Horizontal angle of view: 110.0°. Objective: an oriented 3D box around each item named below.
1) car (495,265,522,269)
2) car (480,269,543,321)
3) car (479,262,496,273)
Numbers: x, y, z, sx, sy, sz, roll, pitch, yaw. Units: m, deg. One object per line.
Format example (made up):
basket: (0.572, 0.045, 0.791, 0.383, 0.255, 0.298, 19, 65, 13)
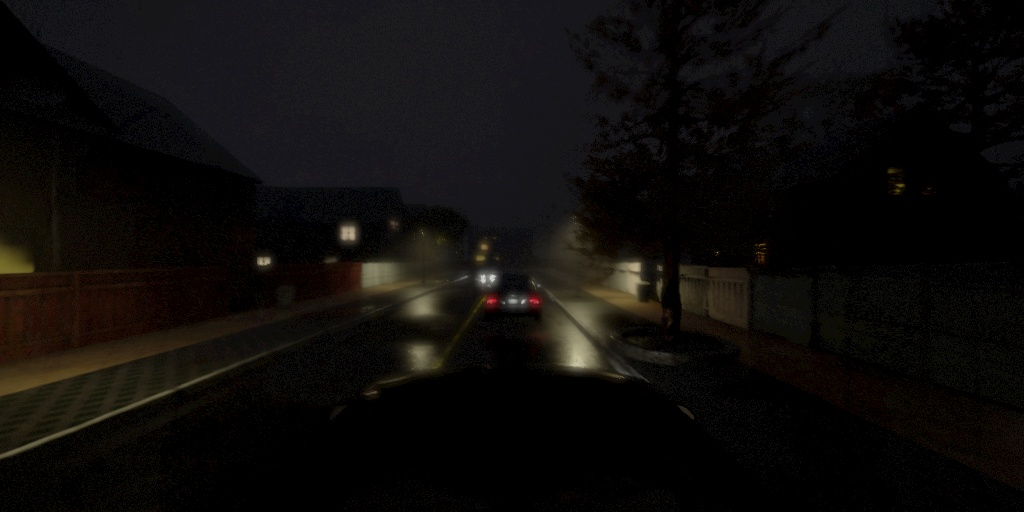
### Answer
car: (0.062, 1.423, 27.703, 2.033, 1.411, 5.357, 0, 0, 1)
car: (0.054, 1.343, 12.671, 2.033, 1.411, 5.357, 0, 0, 1)
car: (-2.793, 1.469, 42.888, 2.128, 1.511, 4.902, 0, -1, 0)
